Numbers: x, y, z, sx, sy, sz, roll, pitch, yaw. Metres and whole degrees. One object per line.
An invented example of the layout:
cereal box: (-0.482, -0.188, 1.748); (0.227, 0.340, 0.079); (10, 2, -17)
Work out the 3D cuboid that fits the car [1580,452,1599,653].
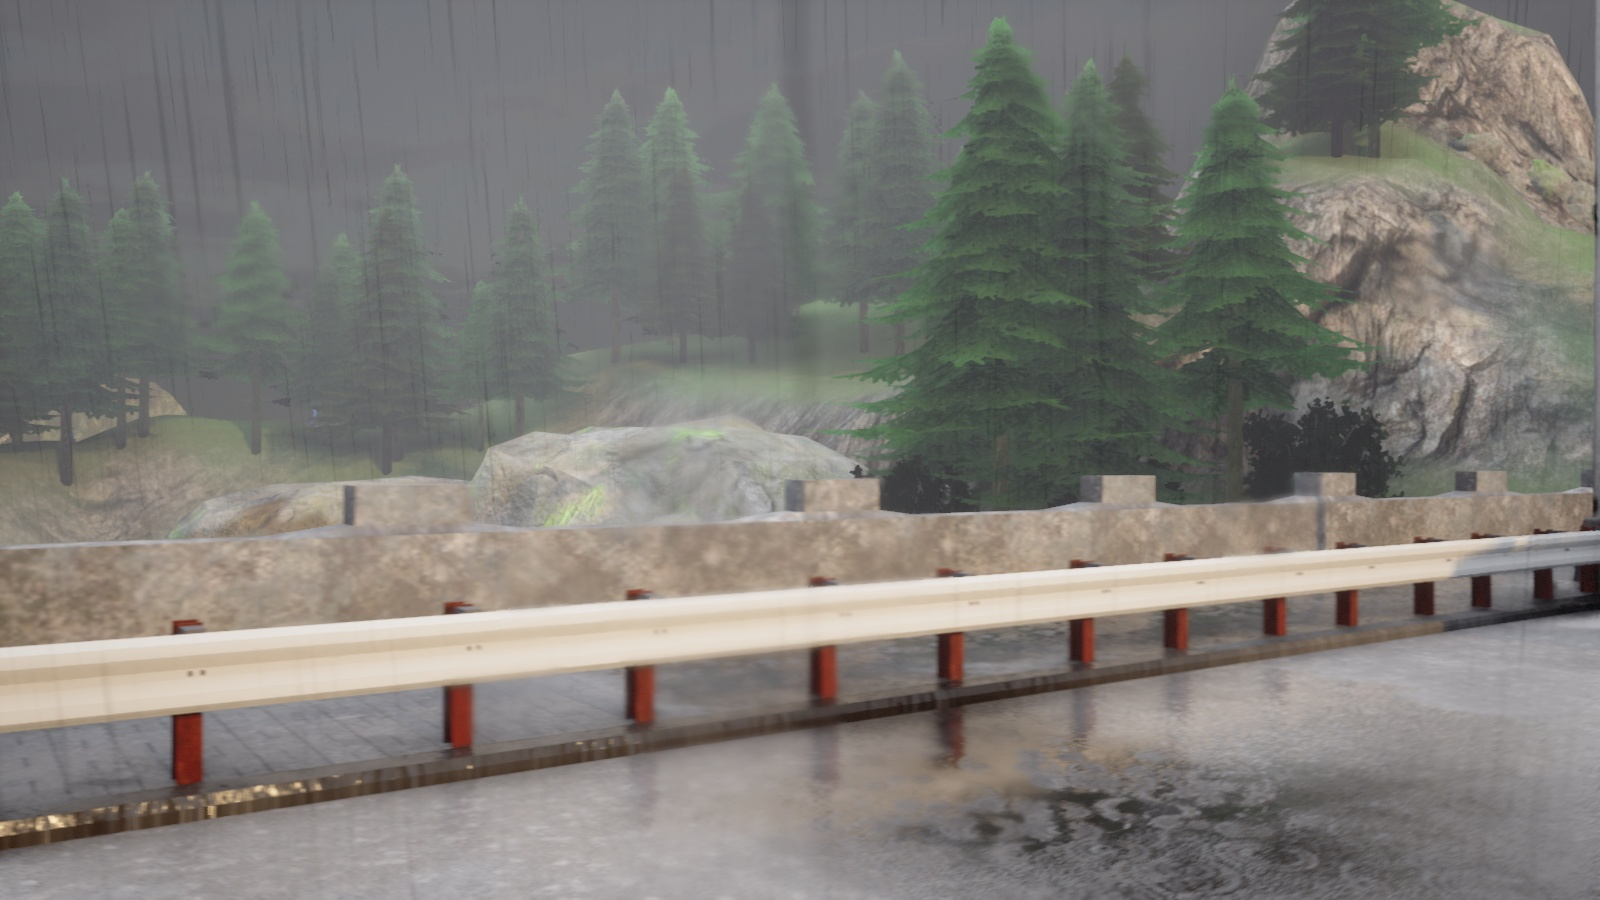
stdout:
car: (7.920, 0.766, 9.777); (3.633, 1.501, 1.845); (0, 0, -35)
